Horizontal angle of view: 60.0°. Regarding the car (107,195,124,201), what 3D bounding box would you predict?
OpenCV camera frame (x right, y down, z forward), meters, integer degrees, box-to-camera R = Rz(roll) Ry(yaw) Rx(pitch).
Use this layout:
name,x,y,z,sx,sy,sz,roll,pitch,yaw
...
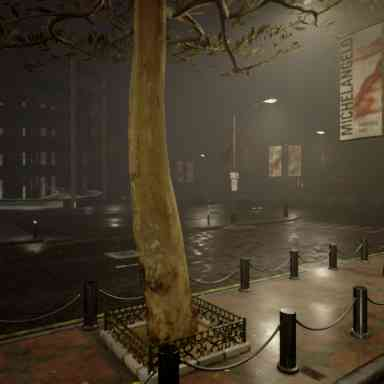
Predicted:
name,x,y,z,sx,sy,sz,roll,pitch,yaw
car,-19.016,1.474,77.398,4.674,1.442,1.812,0,0,12

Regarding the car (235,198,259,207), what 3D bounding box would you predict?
name,x,y,z,sx,sy,sz,roll,pitch,yaw
car,8.018,1.564,49.571,1.994,1.385,4.181,0,0,-35

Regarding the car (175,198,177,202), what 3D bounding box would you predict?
name,x,y,z,sx,sy,sz,roll,pitch,yaw
car,-5.086,1.478,65.904,5.008,1.535,1.882,0,0,41

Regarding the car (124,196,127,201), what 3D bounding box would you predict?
name,x,y,z,sx,sy,sz,roll,pitch,yaw
car,-18.057,1.464,80.764,4.674,1.442,1.812,0,0,12

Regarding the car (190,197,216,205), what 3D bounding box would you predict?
name,x,y,z,sx,sy,sz,roll,pitch,yaw
car,1.868,1.547,58.035,2.033,1.411,5.357,0,0,-38
